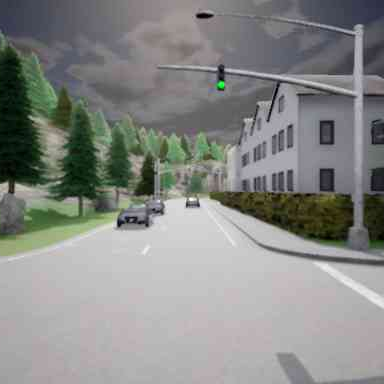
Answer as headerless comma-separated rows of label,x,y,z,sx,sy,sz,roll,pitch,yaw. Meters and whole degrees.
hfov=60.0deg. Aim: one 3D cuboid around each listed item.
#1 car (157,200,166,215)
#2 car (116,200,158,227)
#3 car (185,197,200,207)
car,-3.583,1.438,31.750,1.994,1.385,4.181,0,0,0
car,-3.596,1.476,21.750,1.994,1.385,4.181,0,0,0
car,0.104,1.382,46.283,1.994,1.385,4.181,0,0,0
